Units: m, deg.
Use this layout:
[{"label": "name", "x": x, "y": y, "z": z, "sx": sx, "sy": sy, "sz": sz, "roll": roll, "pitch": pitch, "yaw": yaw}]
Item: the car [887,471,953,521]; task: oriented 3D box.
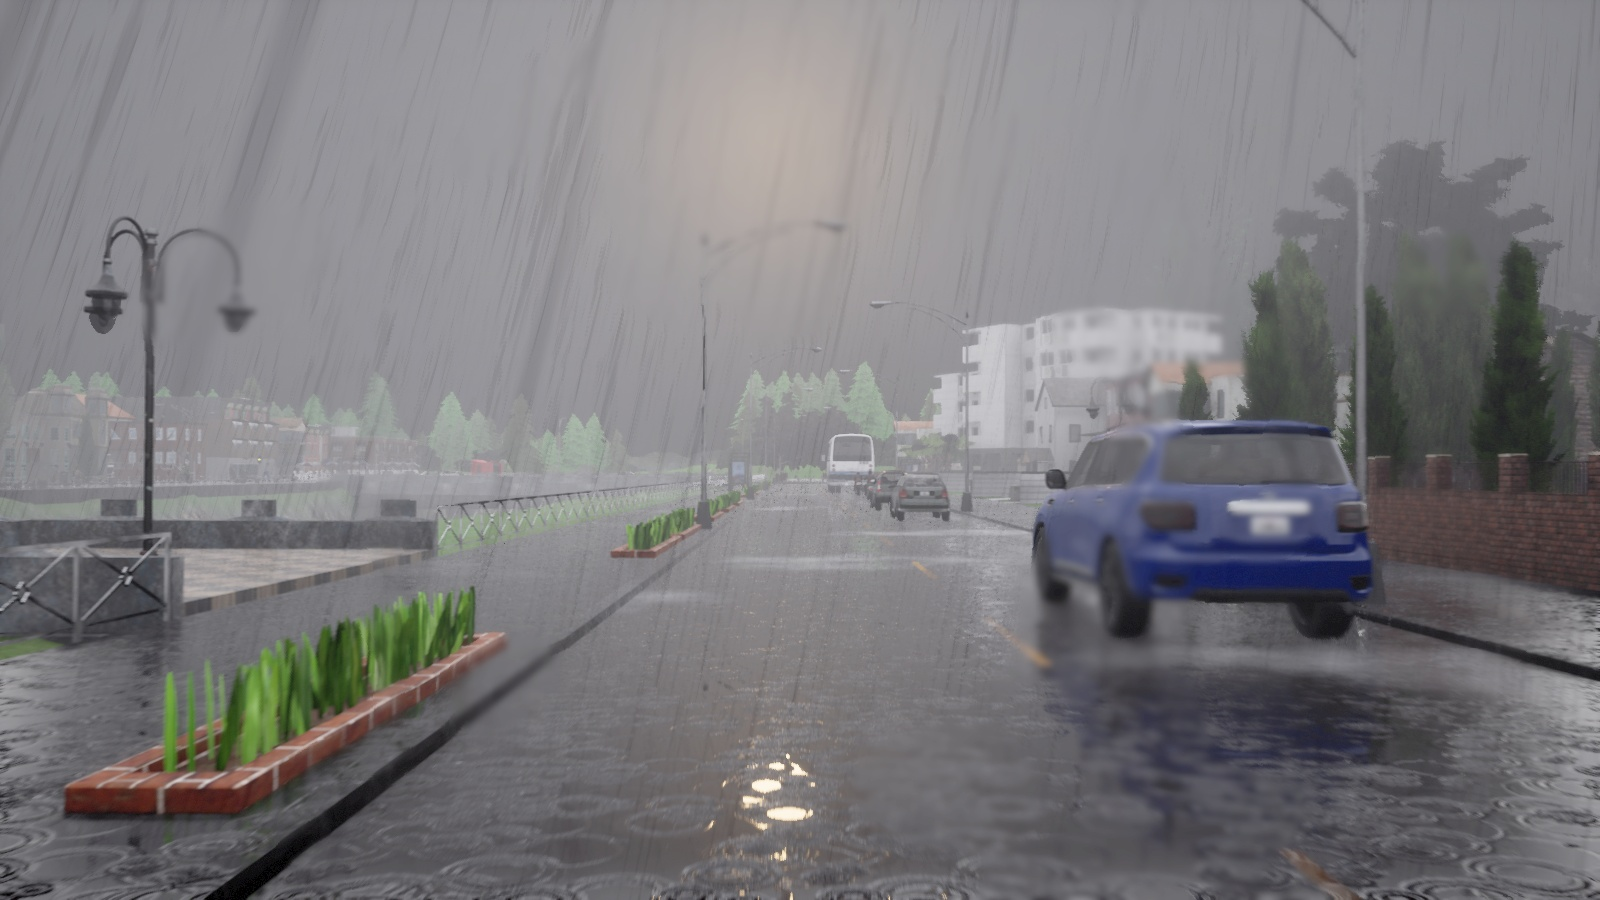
[{"label": "car", "x": 3.903, "y": 1.469, "z": 41.320, "sx": 1.789, "sy": 1.549, "sz": 3.705, "roll": 0, "pitch": -1, "yaw": 0}]

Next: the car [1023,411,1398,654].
[{"label": "car", "x": 3.968, "y": 0.742, "z": 13.413, "sx": 2.150, "sy": 2.045, "sz": 5.566, "roll": 0, "pitch": -1, "yaw": 0}]

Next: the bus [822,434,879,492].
[{"label": "bus", "x": 3.768, "y": 1.038, "z": 96.475, "sx": 3.944, "sy": 4.253, "sz": 10.273, "roll": 0, "pitch": -1, "yaw": 0}]

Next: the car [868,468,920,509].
[{"label": "car", "x": 3.877, "y": 1.575, "z": 52.400, "sx": 1.851, "sy": 1.617, "sz": 3.988, "roll": 0, "pitch": -1, "yaw": 0}]
